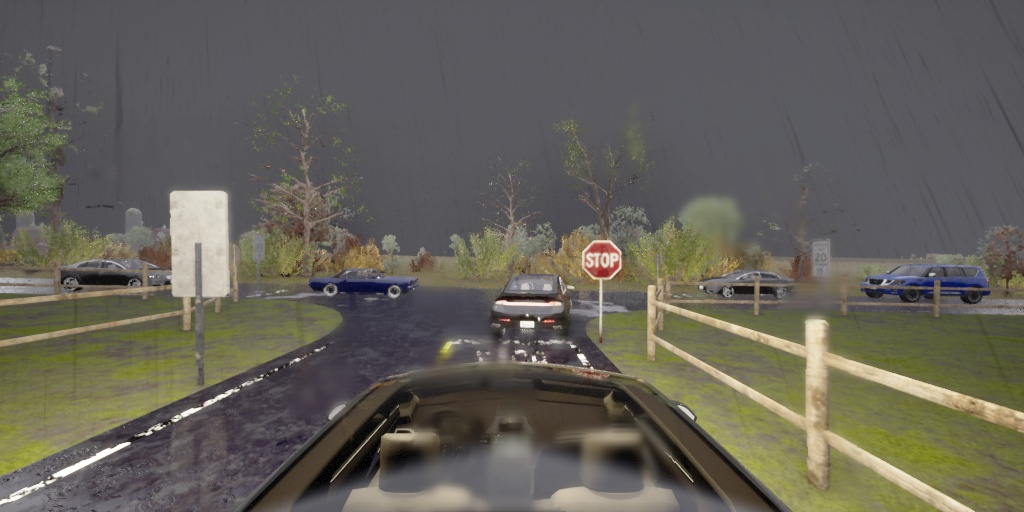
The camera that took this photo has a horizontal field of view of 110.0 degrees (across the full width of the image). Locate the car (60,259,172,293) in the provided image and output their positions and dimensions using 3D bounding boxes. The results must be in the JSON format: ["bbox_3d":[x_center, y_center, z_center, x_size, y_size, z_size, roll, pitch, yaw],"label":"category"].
[{"bbox_3d":[-18.491,0.888,17.062,4.902,1.511,2.128,1,1,0],"label":"car"}]

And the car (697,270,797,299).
[{"bbox_3d":[13.003,1.529,19.975,4.902,1.511,2.128,1,1,0],"label":"car"}]

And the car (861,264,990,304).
[{"bbox_3d":[22.898,1.470,19.965,5.566,2.045,2.150,1,1,0],"label":"car"}]

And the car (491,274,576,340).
[{"bbox_3d":[0.706,1.241,10.016,2.128,1.511,4.902,0,0,9],"label":"car"}]

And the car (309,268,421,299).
[{"bbox_3d":[-6.823,1.252,17.047,4.718,1.301,1.895,1,1,0],"label":"car"}]
